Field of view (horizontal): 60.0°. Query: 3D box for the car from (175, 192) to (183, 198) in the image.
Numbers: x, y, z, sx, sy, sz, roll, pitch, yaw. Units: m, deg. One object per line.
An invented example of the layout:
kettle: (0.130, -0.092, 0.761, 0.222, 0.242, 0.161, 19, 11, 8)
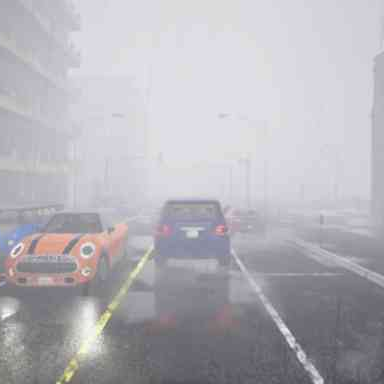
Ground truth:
car: (-3.343, 0.844, 87.605, 2.033, 1.411, 5.357, 0, 1, 0)

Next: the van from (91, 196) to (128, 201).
van: (-5.793, 1.174, 22.719, 1.690, 1.788, 3.998, -1, 0, 0)

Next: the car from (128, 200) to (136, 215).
car: (-5.812, 1.343, 28.300, 2.008, 1.369, 4.403, -1, 0, 0)

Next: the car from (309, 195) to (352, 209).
car: (16.559, 1.402, 40.595, 4.403, 1.369, 2.008, 0, 1, 1)

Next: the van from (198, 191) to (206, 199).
van: (2.339, 0.733, 77.786, 1.690, 1.788, 3.998, -1, 1, 0)

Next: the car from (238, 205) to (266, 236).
car: (2.612, 1.420, 17.208, 1.887, 1.381, 4.507, -1, 0, 0)

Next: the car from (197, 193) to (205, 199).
car: (2.320, 0.887, 83.434, 1.887, 1.381, 4.507, -1, 1, 0)

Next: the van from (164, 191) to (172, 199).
van: (-6.030, 0.683, 83.366, 1.690, 1.788, 3.998, -1, 1, 0)

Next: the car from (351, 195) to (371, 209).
car: (22.041, 1.443, 40.541, 4.313, 1.339, 1.947, 0, 1, 1)

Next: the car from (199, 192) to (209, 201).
car: (2.385, 0.928, 66.495, 1.967, 1.590, 4.097, -1, 0, 0)

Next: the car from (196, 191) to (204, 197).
car: (2.274, 0.682, 94.723, 1.967, 1.590, 4.097, -1, 1, 0)

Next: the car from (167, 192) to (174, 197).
car: (-6.072, 0.786, 94.659, 1.887, 1.381, 4.507, -1, 1, 0)

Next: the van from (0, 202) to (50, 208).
van: (-5.749, 1.257, 11.556, 1.690, 1.788, 3.998, -1, 0, 0)

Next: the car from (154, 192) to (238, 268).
car: (0.027, 1.141, 11.161, 2.150, 2.045, 5.566, 0, 0, 0)

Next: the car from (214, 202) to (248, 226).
car: (2.591, 1.416, 22.789, 1.802, 1.307, 4.206, -1, 0, 0)

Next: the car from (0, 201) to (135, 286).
car: (-3.135, 1.284, 9.336, 2.097, 1.767, 4.553, 0, 0, 0)

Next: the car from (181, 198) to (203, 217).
car: (-0.019, 1.289, 29.427, 1.837, 1.490, 4.892, 0, 0, 0)
